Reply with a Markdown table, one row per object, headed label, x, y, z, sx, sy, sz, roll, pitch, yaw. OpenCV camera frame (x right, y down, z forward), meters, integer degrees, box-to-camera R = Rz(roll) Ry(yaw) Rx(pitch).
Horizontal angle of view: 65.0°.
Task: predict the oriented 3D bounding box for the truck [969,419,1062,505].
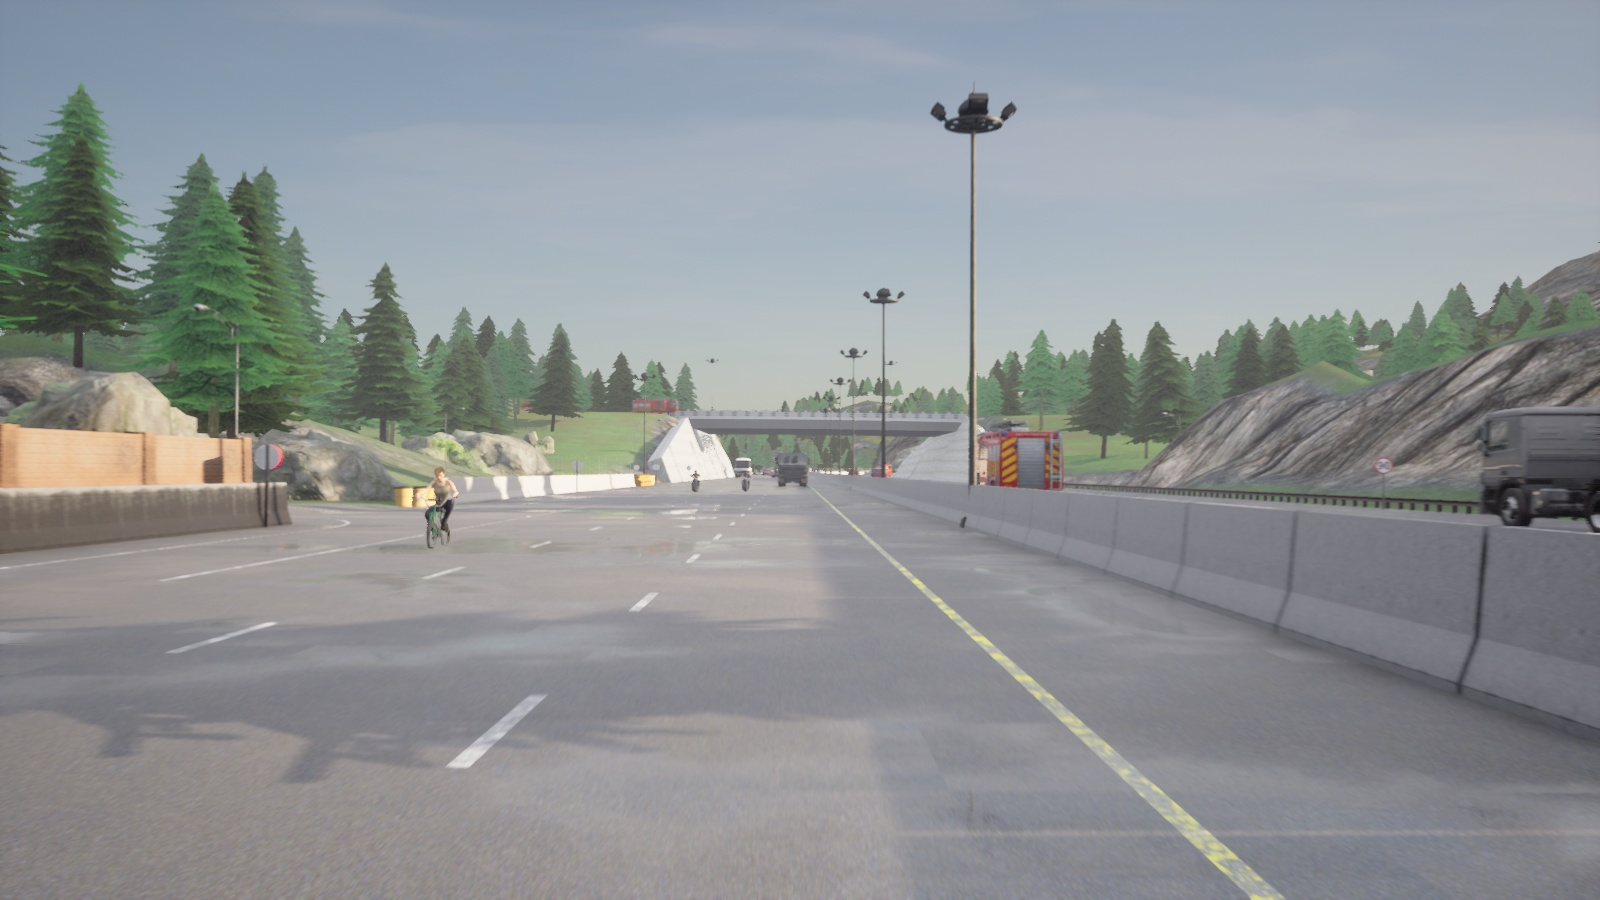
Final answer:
| label | x | y | z | sx | sy | sz | roll | pitch | yaw |
| --- | --- | --- | --- | --- | --- | --- | --- | --- | --- |
| truck | 10.130 | 0.592 | 60.007 | 2.891 | 3.827 | 8.468 | 0 | -1 | 0 |

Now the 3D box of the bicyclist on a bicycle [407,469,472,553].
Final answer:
| label | x | y | z | sx | sy | sz | roll | pitch | yaw |
| --- | --- | --- | --- | --- | --- | --- | --- | --- | --- |
| bicyclist on a bicycle | -7.156 | 1.193 | 25.014 | 0.866 | 1.612 | 1.509 | 0 | -1 | -1 |

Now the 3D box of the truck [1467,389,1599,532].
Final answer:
| label | x | y | z | sx | sy | sz | roll | pitch | yaw |
| --- | --- | --- | --- | --- | --- | --- | --- | --- | --- |
| truck | 20.800 | 0.274 | 32.379 | 2.891 | 3.462 | 7.936 | 0 | -1 | 0 |
